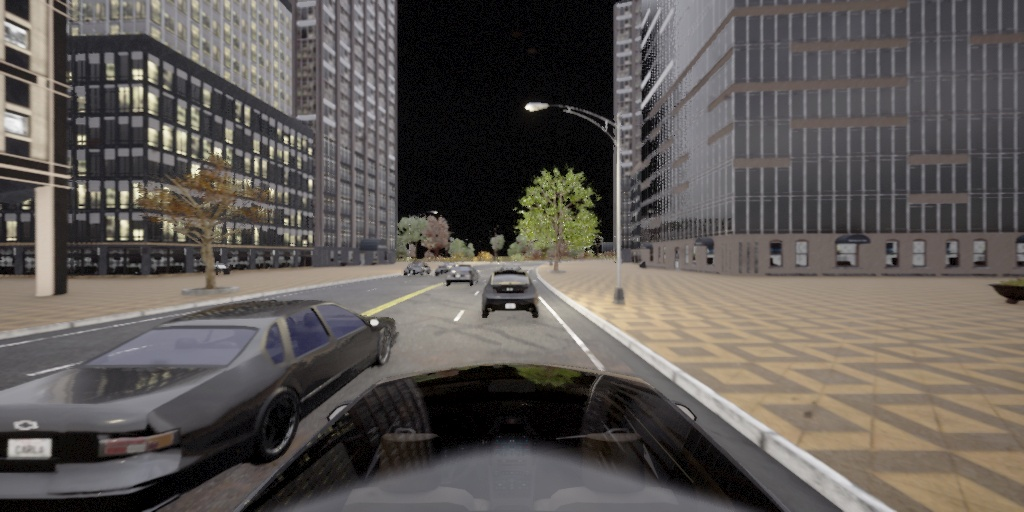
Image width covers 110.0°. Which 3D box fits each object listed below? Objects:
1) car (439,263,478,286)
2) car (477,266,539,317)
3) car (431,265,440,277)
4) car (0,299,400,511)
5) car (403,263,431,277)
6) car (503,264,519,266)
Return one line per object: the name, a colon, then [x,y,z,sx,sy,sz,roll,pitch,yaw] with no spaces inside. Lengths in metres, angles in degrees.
car: [-3.414,1.328,25.368,2.033,1.411,5.357,0,0,0]
car: [-0.085,1.266,13.170,1.837,1.490,4.892,0,0,-1]
car: [-6.533,1.367,36.727,1.994,1.385,4.181,0,0,2]
car: [-3.184,1.306,4.860,2.033,1.411,5.357,0,0,-1]
car: [-9.765,1.372,37.217,1.994,1.385,4.181,0,0,2]
car: [-0.056,1.383,31.603,1.895,1.301,4.718,0,0,1]
